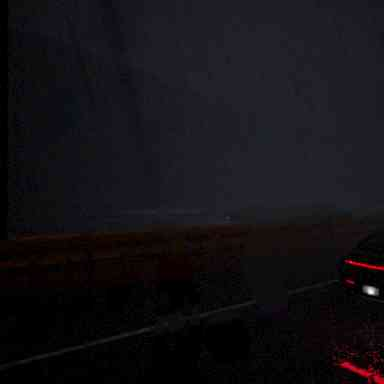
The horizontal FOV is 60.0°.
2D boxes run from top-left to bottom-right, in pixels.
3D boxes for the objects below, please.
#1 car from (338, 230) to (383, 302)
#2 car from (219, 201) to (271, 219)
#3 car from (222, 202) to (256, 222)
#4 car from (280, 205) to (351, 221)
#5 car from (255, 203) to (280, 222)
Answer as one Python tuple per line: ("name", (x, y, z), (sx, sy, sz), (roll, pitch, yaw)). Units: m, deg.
("car", (5.251, 1.585, 7.467), (4.892, 1.490, 1.837), (1, -1, -35))
("car", (5.240, 1.698, 32.677), (5.008, 1.535, 1.882), (1, 0, -30))
("car", (5.166, 1.744, 28.592), (5.357, 1.411, 2.033), (1, 0, -32))
("car", (8.638, 1.668, 22.462), (5.008, 1.535, 1.882), (1, 0, -31))
("car", (7.843, 1.752, 26.130), (5.357, 1.411, 2.033), (1, 0, -31))
